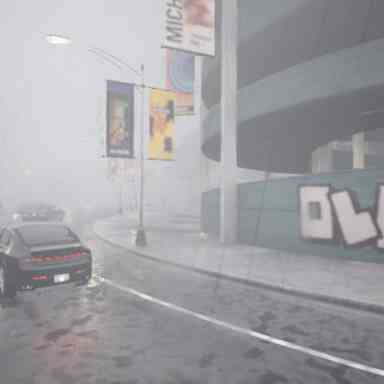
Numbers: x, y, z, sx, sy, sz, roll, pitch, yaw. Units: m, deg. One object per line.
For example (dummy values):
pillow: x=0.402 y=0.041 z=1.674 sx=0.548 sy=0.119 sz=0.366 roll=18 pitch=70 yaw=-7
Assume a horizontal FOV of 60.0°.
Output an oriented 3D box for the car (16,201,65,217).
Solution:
car: x=-11.452 y=1.684 z=25.999 sx=2.033 sy=1.411 sz=5.357 roll=0 pitch=0 yaw=-7

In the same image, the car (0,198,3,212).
car: x=-22.981 y=1.370 z=36.511 sx=2.150 sy=2.045 sz=5.566 roll=0 pitch=-1 yaw=-4

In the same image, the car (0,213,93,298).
car: x=-4.263 y=1.551 z=8.811 sx=1.837 sy=1.490 sz=4.892 roll=0 pitch=0 yaw=-40

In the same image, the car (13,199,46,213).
car: x=-19.754 y=1.683 z=40.767 sx=1.882 sy=1.535 sz=5.008 roll=0 pitch=0 yaw=-4

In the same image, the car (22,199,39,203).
car: x=-15.590 y=1.717 z=33.402 sx=2.033 sy=1.411 sz=5.357 roll=0 pitch=0 yaw=-4
